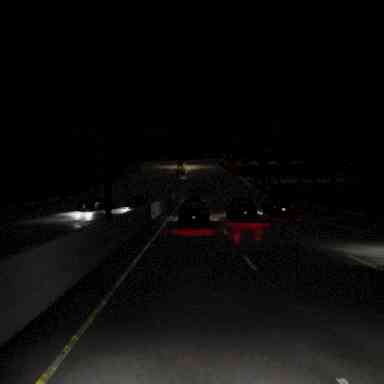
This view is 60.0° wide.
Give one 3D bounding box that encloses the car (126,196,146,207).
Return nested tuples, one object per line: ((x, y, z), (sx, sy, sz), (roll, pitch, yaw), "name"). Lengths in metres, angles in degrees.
((-6.988, 1.122, 41.972), (1.895, 1.301, 4.718), (0, 2, 0), "car")

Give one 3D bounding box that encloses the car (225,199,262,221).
((3.607, 1.231, 24.848), (1.882, 1.535, 5.008), (0, 0, 0), "car")

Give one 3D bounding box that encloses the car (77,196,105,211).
((-10.511, 1.148, 34.878), (2.128, 1.511, 4.902), (0, 0, 0), "car")

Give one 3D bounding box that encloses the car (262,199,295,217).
((7.108, 1.288, 27.770), (1.994, 1.385, 4.181), (0, 0, 0), "car")

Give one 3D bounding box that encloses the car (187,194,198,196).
((0.111, 0.984, 42.945), (2.128, 1.511, 4.902), (0, 2, 0), "car")

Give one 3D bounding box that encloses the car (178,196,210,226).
((0.106, 1.267, 21.279), (1.882, 1.535, 5.008), (0, 0, 0), "car")
